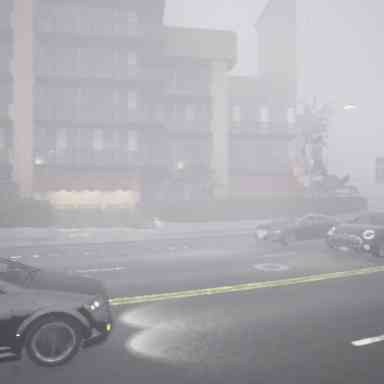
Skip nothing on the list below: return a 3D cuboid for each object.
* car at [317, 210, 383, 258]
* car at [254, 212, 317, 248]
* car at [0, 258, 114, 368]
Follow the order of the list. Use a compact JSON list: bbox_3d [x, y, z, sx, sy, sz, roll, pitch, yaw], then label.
[{"bbox_3d":[7.692,1.562,13.693,4.553,1.767,2.097,0,-1,-29],"label":"car"},{"bbox_3d":[5.279,1.767,16.337,4.902,1.511,2.128,0,-1,-28],"label":"car"},{"bbox_3d":[-3.329,1.684,5.005,4.181,1.385,1.994,0,-1,-17],"label":"car"}]
